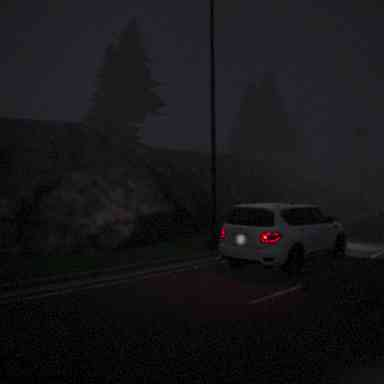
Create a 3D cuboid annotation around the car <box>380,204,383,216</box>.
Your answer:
[{"bbox_3d":[21.595,1.908,36.192,2.033,1.411,5.357,-1,-1,33],"label":"car"}]

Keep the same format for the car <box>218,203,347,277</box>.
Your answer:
[{"bbox_3d":[3.204,1.372,11.095,2.150,2.045,5.566,0,0,44],"label":"car"}]
